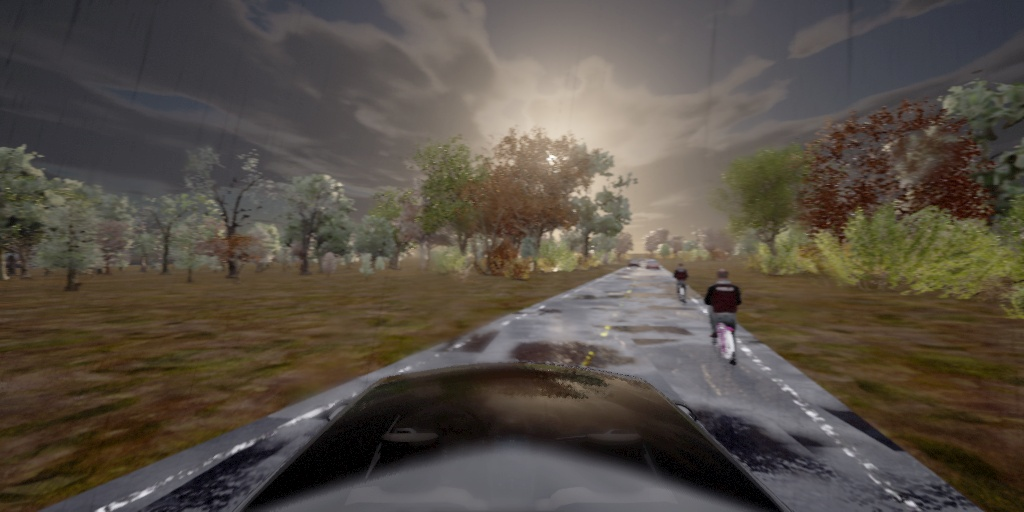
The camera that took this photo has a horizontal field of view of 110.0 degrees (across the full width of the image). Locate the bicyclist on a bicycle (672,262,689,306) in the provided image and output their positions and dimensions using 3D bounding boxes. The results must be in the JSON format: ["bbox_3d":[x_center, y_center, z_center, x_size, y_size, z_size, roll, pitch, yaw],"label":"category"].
[{"bbox_3d":[6.994,1.137,14.878,0.659,1.776,1.843,-1,0,21],"label":"bicyclist on a bicycle"}]

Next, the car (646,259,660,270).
[{"bbox_3d":[22.231,1.449,56.705,1.994,1.385,4.181,-1,0,21],"label":"car"}]

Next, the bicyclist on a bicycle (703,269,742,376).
[{"bbox_3d":[3.776,1.110,6.473,0.659,1.776,1.843,-1,0,21],"label":"bicyclist on a bicycle"}]
